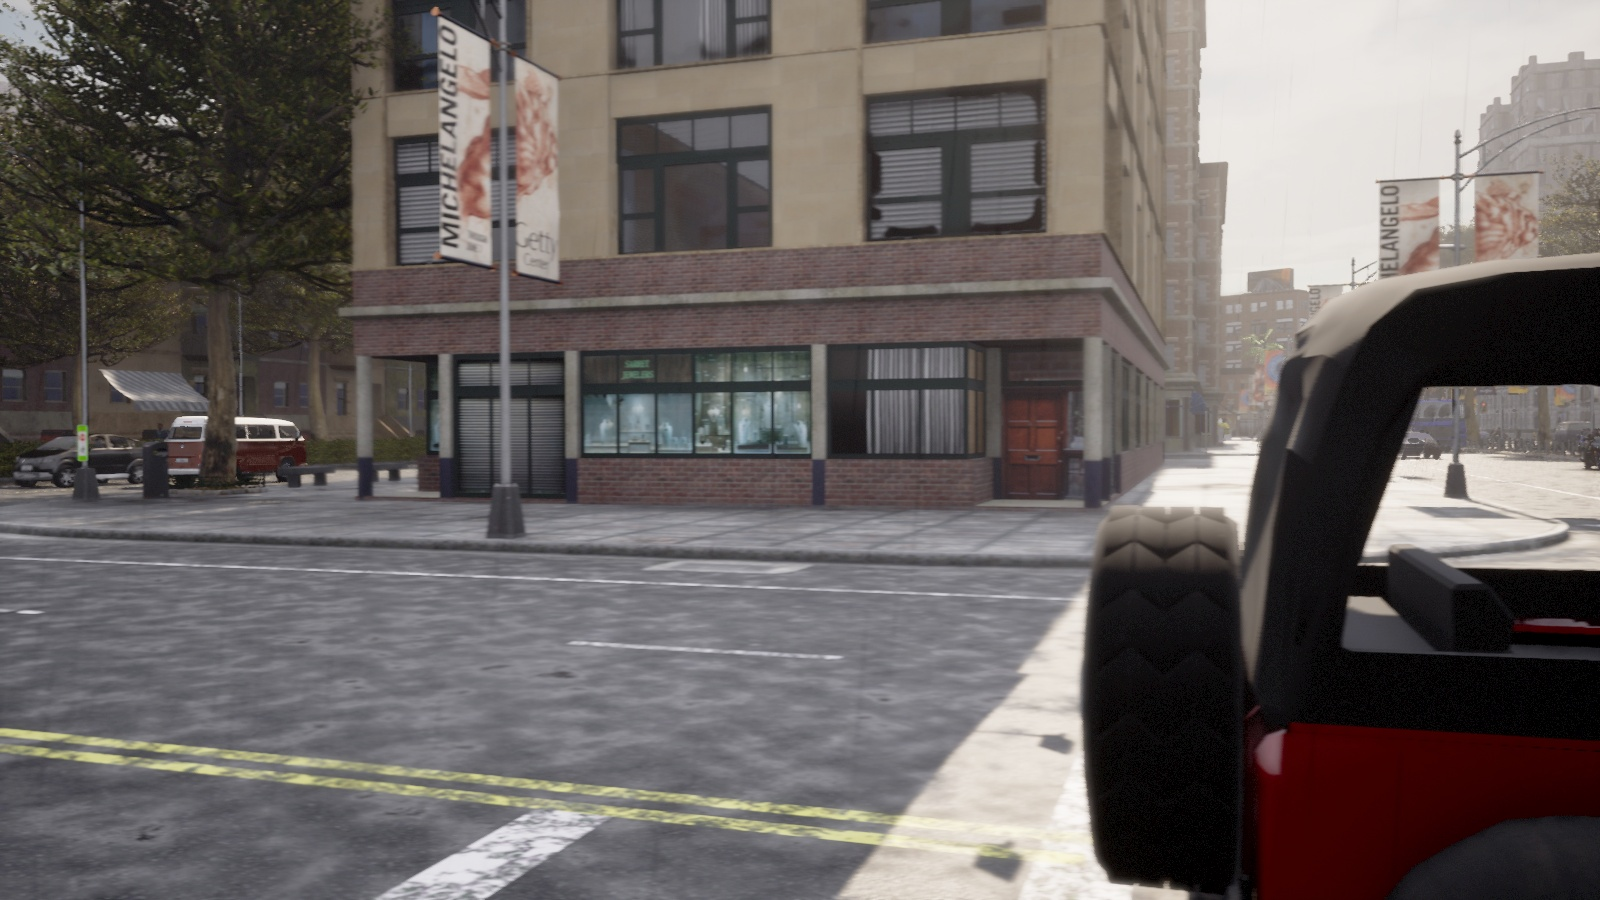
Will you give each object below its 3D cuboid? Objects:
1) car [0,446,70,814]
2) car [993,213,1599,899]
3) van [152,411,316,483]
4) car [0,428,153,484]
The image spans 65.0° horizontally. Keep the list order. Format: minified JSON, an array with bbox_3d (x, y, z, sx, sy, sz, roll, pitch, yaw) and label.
[{"bbox_3d":[-5.755,0.722,5.129,4.792,1.488,2.163,1,1,18],"label":"car"},{"bbox_3d":[2.450,0.594,2.385,3.866,1.878,1.905,0,1,18],"label":"car"},{"bbox_3d":[-17.134,-0.128,38.259,2.069,2.038,4.480,1,1,18],"label":"van"},{"bbox_3d":[-21.244,0.133,36.979,1.789,1.549,3.705,1,1,18],"label":"car"}]
